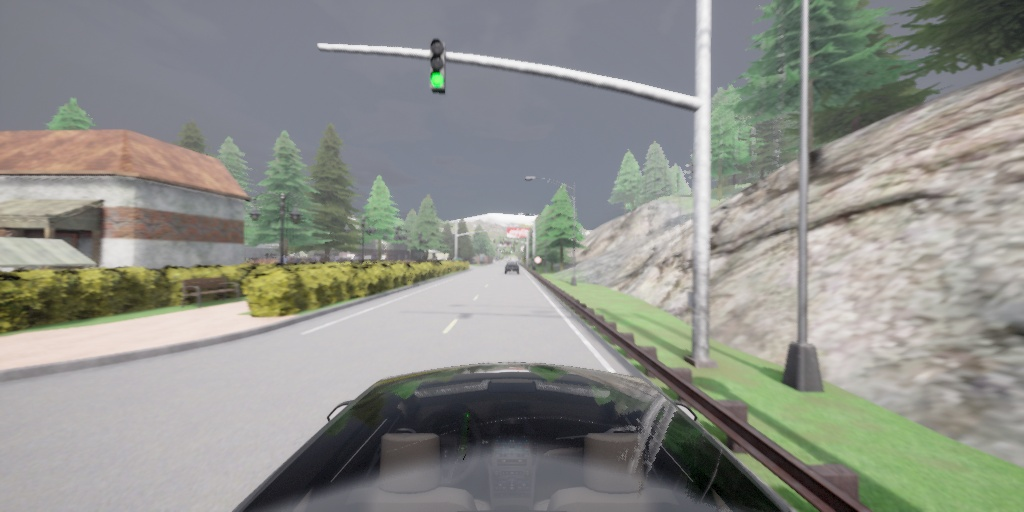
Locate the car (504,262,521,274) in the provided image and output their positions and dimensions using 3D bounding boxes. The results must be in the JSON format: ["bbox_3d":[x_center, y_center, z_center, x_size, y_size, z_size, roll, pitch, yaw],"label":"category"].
[{"bbox_3d":[0.010,1.438,44.278,1.837,1.490,4.892,1,0,0],"label":"car"}]
